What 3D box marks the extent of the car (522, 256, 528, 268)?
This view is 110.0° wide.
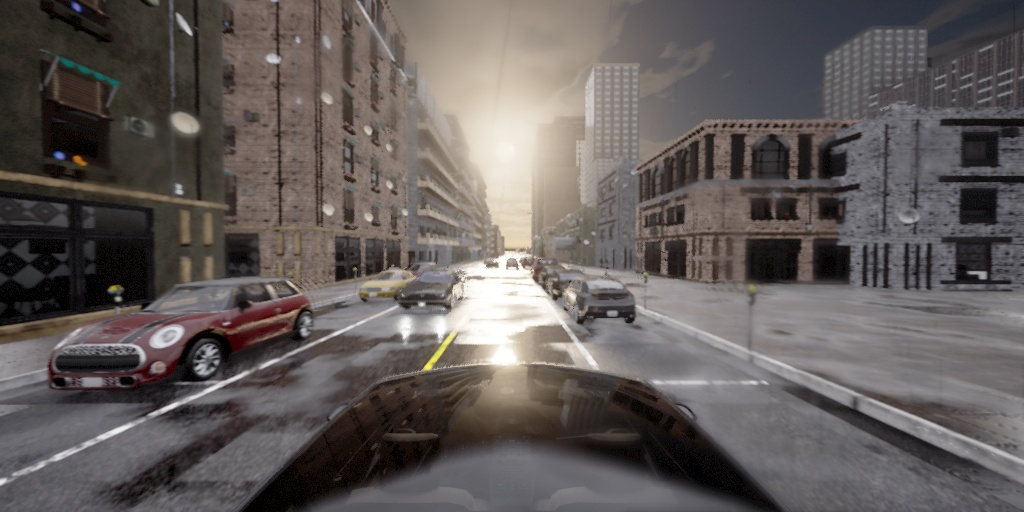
[{"bbox_3d":[2.662,0.976,56.391,2.192,1.841,5.009,0,0,0],"label":"car"}]

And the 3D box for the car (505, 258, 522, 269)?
[{"bbox_3d":[0.010,1.159,53.678,2.128,1.511,4.902,0,0,0],"label":"car"}]

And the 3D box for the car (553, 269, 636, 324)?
[{"bbox_3d":[2.691,1.296,11.761,2.007,1.370,4.403,0,0,0],"label":"car"}]

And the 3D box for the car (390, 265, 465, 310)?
[{"bbox_3d":[-3.099,1.279,14.979,2.033,1.411,5.357,0,0,0],"label":"car"}]

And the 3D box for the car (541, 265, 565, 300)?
[{"bbox_3d":[2.659,1.294,17.333,1.948,1.339,4.313,0,0,0],"label":"car"}]

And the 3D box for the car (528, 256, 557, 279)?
[{"bbox_3d":[2.659,1.025,28.492,2.192,1.841,5.009,0,0,0],"label":"car"}]

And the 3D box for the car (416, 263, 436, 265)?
[{"bbox_3d":[-5.688,1.159,22.864,1.967,1.591,4.097,0,0,0],"label":"car"}]

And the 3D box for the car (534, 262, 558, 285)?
[{"bbox_3d":[2.659,1.285,22.913,1.948,1.339,4.313,0,0,0],"label":"car"}]

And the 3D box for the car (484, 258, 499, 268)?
[{"bbox_3d":[-3.048,1.262,56.438,1.895,1.301,4.718,0,0,1],"label":"car"}]

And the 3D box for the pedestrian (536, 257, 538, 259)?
[{"bbox_3d":[3.004,0.980,42.722,0.375,1.860,0.375,-1,1,0],"label":"pedestrian"}]

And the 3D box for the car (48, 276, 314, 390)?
[{"bbox_3d":[-5.691,1.183,6.860,1.967,1.591,4.097,0,0,0],"label":"car"}]

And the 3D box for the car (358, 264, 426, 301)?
[{"bbox_3d":[-5.690,1.253,17.114,1.751,1.417,4.829,0,0,0],"label":"car"}]
